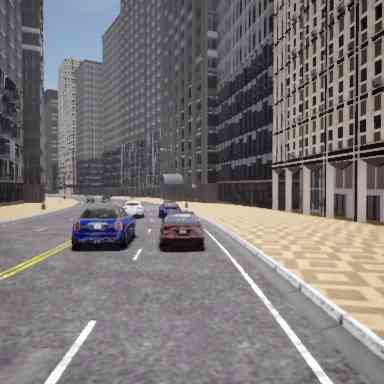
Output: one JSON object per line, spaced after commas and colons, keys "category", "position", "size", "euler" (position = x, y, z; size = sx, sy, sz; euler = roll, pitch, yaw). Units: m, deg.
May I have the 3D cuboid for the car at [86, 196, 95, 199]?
{"category": "car", "position": [-21.874, 1.524, 71.749], "size": [2.033, 1.411, 5.357], "euler": [0, 0, -18]}

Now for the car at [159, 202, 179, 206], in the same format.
{"category": "car", "position": [-2.056, 1.560, 30.372], "size": [1.994, 1.385, 4.181], "euler": [0, 0, -8]}

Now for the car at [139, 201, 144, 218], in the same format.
{"category": "car", "position": [-5.278, 1.529, 29.939], "size": [1.812, 1.442, 4.674], "euler": [0, 0, -8]}

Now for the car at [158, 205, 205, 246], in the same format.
{"category": "car", "position": [-0.519, 1.555, 15.125], "size": [2.033, 1.411, 5.357], "euler": [0, 0, -4]}

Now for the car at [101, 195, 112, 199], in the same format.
{"category": "car", "position": [-18.821, 1.461, 72.862], "size": [1.837, 1.490, 4.892], "euler": [0, 0, -18]}

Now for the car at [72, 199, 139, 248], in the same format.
{"category": "car", "position": [-3.761, 1.362, 14.877], "size": [2.097, 1.767, 4.553], "euler": [0, 0, -4]}
